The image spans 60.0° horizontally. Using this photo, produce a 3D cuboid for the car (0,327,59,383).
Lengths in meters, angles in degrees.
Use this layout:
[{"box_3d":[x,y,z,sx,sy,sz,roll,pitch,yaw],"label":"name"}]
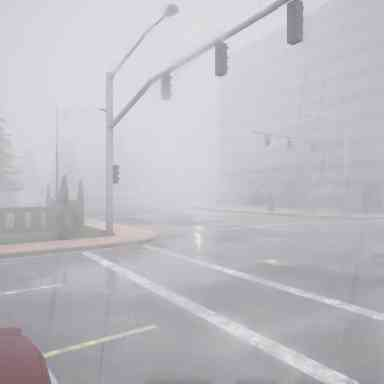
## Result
[{"box_3d":[-3.096,1.601,1.571,4.718,1.301,1.895,0,0,-35],"label":"car"}]
